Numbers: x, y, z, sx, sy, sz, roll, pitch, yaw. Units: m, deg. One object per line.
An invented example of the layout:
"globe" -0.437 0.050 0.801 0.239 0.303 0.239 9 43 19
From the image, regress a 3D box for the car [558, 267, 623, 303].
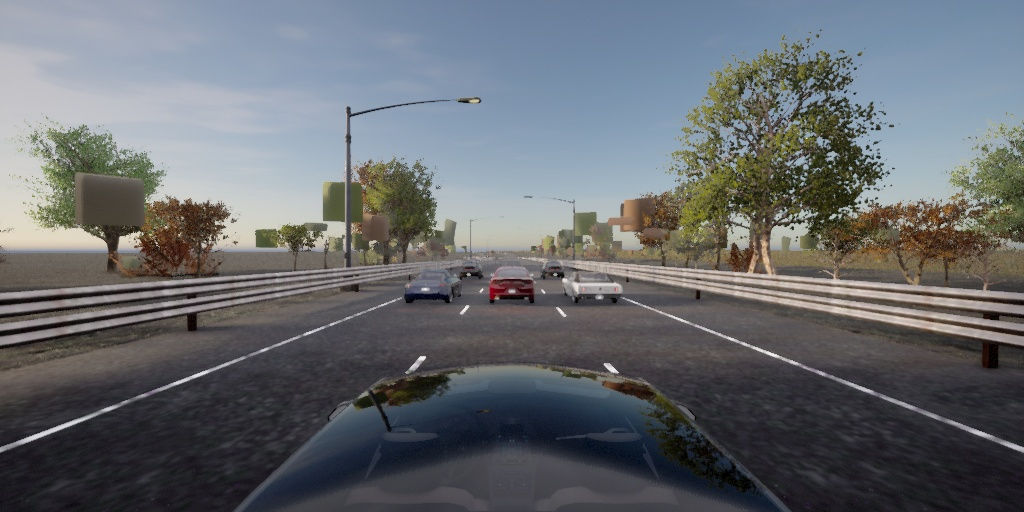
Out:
"car" 3.500 1.364 16.533 1.895 1.301 4.718 0 0 0

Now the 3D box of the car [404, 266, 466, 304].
"car" -3.500 1.320 16.504 1.994 1.385 4.181 0 0 0

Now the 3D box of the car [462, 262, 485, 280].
"car" -3.500 1.265 31.505 1.837 1.490 4.892 0 0 0

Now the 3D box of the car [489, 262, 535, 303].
"car" 0.000 1.232 16.503 1.882 1.535 5.008 0 0 0

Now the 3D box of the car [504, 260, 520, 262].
"car" 0.000 1.115 31.475 2.097 1.767 4.553 0 0 0

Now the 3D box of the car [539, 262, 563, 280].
"car" 3.500 1.265 31.505 1.837 1.490 4.892 0 0 0
